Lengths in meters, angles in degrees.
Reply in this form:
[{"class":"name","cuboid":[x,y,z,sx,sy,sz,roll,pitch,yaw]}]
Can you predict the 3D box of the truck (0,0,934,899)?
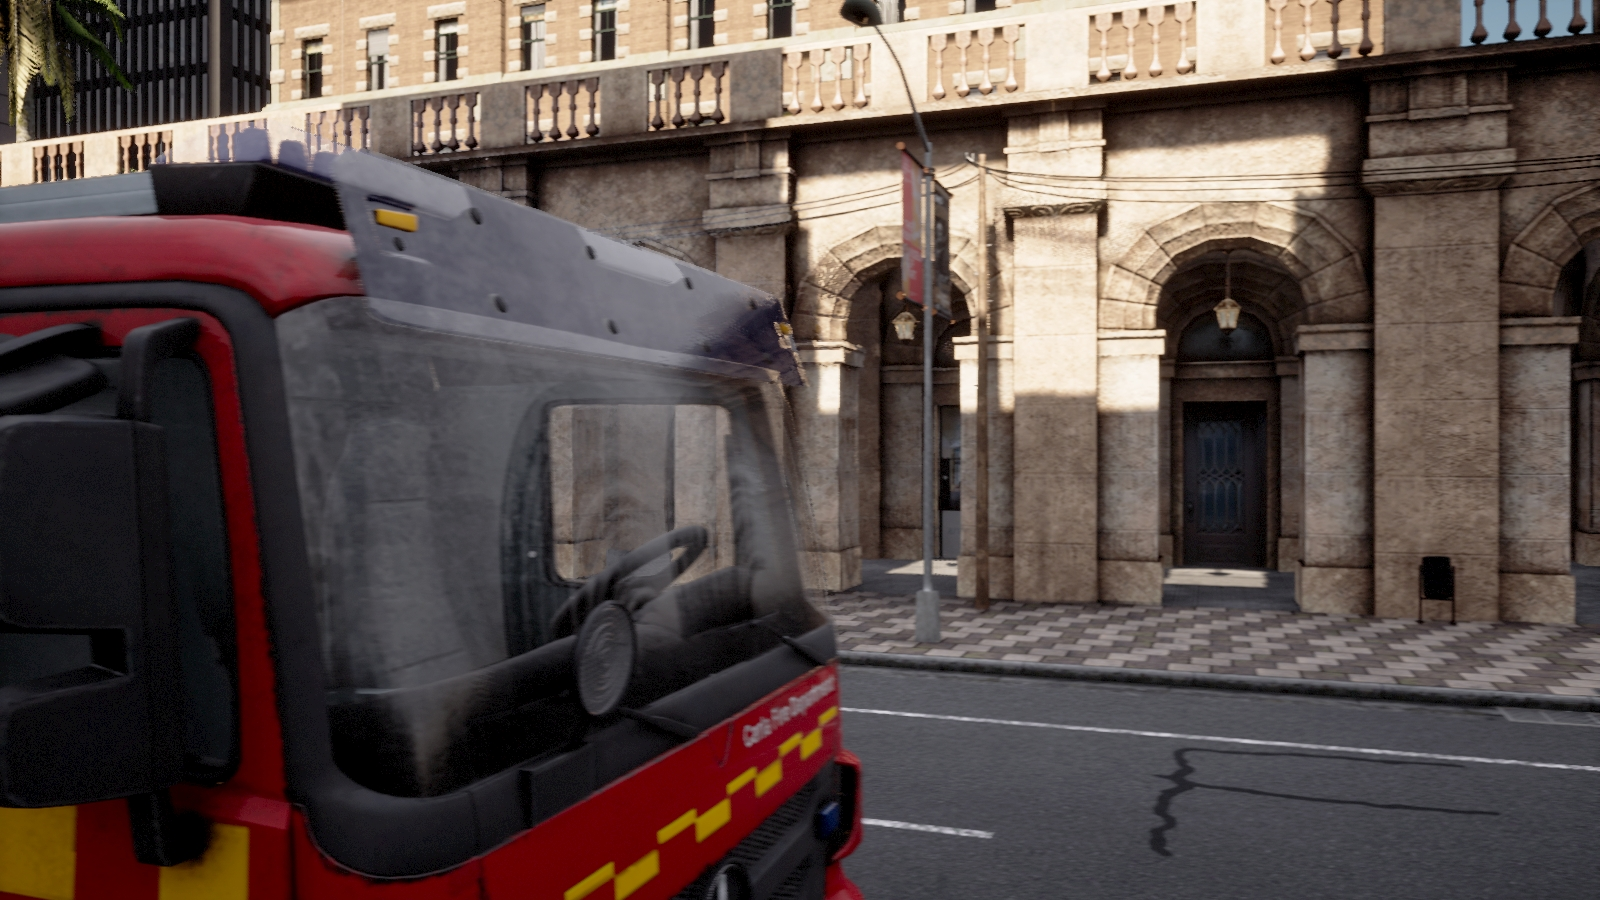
[{"class":"truck","cuboid":[-3.967,0.888,4.392,8.468,3.827,2.891,0,0,20]}]
